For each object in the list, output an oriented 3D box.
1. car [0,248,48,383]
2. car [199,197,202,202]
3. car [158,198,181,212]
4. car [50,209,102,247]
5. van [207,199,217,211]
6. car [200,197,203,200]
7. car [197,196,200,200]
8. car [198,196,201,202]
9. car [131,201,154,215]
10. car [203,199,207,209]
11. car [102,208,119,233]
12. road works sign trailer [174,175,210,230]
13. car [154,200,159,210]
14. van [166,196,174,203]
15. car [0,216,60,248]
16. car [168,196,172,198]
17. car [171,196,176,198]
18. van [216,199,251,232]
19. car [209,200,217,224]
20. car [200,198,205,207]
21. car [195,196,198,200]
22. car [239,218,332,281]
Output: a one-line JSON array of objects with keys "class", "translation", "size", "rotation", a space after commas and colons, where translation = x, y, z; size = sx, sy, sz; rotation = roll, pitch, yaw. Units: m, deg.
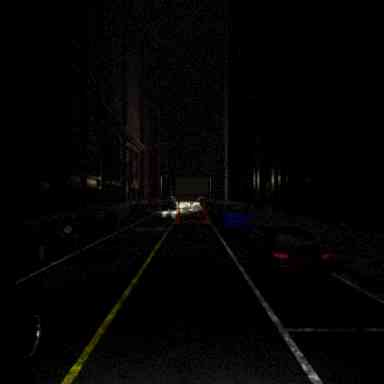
[{"class": "car", "translation": [-3.101, 1.593, 3.112], "size": [1.994, 1.385, 4.181], "rotation": [0, -1, 0]}, {"class": "car", "translation": [2.675, 2.041, 60.461], "size": [1.887, 1.381, 4.507], "rotation": [1, 0, 0]}, {"class": "car", "translation": [-3.085, 1.938, 46.434], "size": [2.033, 1.411, 5.357], "rotation": [0, 0, 0]}, {"class": "car", "translation": [-5.849, 1.578, 15.462], "size": [1.967, 1.590, 4.097], "rotation": [1, 0, 0]}, {"class": "van", "translation": [2.677, 1.619, 32.341], "size": [1.690, 1.788, 3.998], "rotation": [1, 0, 0]}, {"class": "car", "translation": [2.675, 1.999, 54.837], "size": [1.887, 1.381, 4.507], "rotation": [1, 0, 0]}, {"class": "car", "translation": [2.675, 2.123, 71.711], "size": [1.887, 1.381, 4.507], "rotation": [1, 0, 0]}, {"class": "car", "translation": [2.675, 2.082, 66.086], "size": [1.887, 1.381, 4.507], "rotation": [1, 0, 0]}, {"class": "car", "translation": [-5.850, 1.868, 37.959], "size": [1.887, 1.381, 4.507], "rotation": [1, 0, 0]}, {"class": "car", "translation": [2.675, 1.874, 37.964], "size": [2.008, 1.369, 4.403], "rotation": [1, 0, 0]}, {"class": "car", "translation": [-5.850, 1.730, 21.086], "size": [1.887, 1.381, 4.507], "rotation": [1, 0, 0]}, {"class": "road works sign trailer", "translation": [0.000, 0.662, 22.559], "size": [2.380, 3.560, 2.880], "rotation": [0, 0, 0]}, {"class": "car", "translation": [-5.850, 1.962, 49.207], "size": [2.008, 1.369, 4.403], "rotation": [1, 0, 0]}, {"class": "van", "translation": [-5.849, 2.035, 88.579], "size": [1.690, 1.788, 3.998], "rotation": [1, 0, 0]}, {"class": "car", "translation": [-5.850, 1.634, 9.838], "size": [1.887, 1.381, 4.507], "rotation": [1, -1, 0]}, {"class": "car", "translation": [-5.851, 2.160, 71.705], "size": [1.802, 1.307, 4.206], "rotation": [1, 0, 0]}, {"class": "car", "translation": [-5.850, 2.096, 82.954], "size": [1.967, 1.590, 4.097], "rotation": [1, 0, 0]}, {"class": "van", "translation": [2.677, 1.526, 21.091], "size": [1.690, 1.788, 3.998], "rotation": [1, 0, 0]}, {"class": "car", "translation": [2.677, 1.672, 26.715], "size": [1.967, 1.590, 4.097], "rotation": [1, 0, 0]}, {"class": "car", "translation": [2.675, 1.962, 49.213], "size": [2.008, 1.369, 4.403], "rotation": [1, 0, 0]}, {"class": "car", "translation": [2.675, 2.276, 94.210], "size": [1.887, 1.381, 4.507], "rotation": [1, 0, 0]}, {"class": "car", "translation": [2.675, 1.671, 9.841], "size": [1.802, 1.307, 4.206], "rotation": [1, 0, 0]}]
